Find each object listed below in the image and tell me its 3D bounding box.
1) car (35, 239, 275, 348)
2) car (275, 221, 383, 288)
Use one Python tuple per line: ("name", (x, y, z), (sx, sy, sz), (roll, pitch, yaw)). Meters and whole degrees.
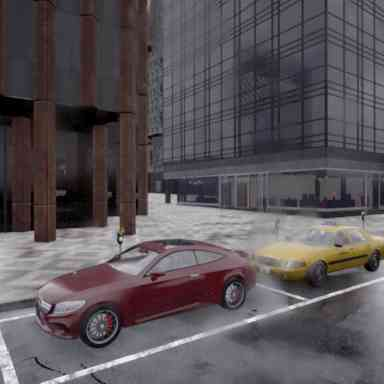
("car", (-0.606, 1.582, 6.211), (4.206, 1.307, 1.802), (0, 0, -35))
("car", (3.687, 1.525, 9.263), (4.829, 1.417, 1.752), (0, 0, -35))
